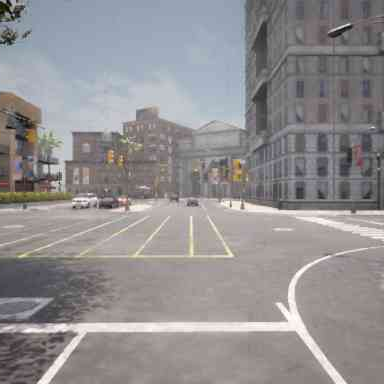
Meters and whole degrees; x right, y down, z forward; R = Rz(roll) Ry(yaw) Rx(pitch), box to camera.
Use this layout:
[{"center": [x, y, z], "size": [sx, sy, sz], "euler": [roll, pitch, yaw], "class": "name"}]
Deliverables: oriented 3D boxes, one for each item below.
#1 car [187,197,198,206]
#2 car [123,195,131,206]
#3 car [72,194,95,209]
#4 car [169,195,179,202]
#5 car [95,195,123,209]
[{"center": [0.079, 1.566, 56.122], "size": [2.033, 1.411, 5.357], "euler": [0, 0, 0], "class": "car"}, {"center": [-11.551, 1.371, 55.502], "size": [2.097, 1.767, 4.553], "euler": [0, 0, 0], "class": "car"}, {"center": [-15.032, 1.238, 46.890], "size": [2.150, 2.045, 5.566], "euler": [0, 0, 0], "class": "car"}, {"center": [-3.932, 1.340, 72.445], "size": [1.837, 1.490, 4.892], "euler": [0, 0, -8], "class": "car"}, {"center": [-11.542, 1.494, 46.366], "size": [1.882, 1.535, 5.008], "euler": [0, 0, 1], "class": "car"}]
